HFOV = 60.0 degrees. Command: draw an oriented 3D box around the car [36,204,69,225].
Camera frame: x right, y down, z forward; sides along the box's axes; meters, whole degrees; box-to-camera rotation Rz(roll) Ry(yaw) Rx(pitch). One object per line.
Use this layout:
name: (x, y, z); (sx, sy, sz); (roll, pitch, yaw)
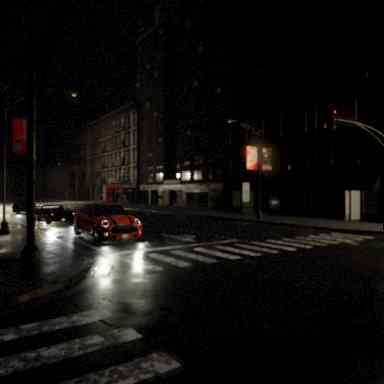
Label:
car: (-10.189, 1.608, 24.802); (1.895, 1.301, 4.718); (0, 0, -36)

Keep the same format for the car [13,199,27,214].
car: (-17.709, 1.492, 35.203); (1.812, 1.442, 4.674); (0, 0, -35)

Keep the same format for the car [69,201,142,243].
car: (-4.278, 1.391, 16.638); (2.097, 1.767, 4.553); (0, 0, -36)
